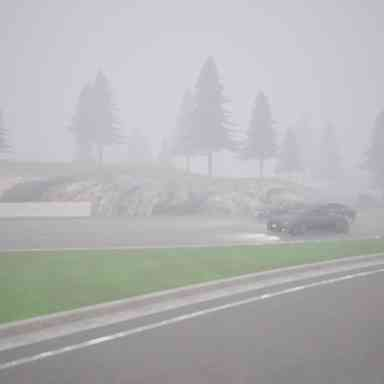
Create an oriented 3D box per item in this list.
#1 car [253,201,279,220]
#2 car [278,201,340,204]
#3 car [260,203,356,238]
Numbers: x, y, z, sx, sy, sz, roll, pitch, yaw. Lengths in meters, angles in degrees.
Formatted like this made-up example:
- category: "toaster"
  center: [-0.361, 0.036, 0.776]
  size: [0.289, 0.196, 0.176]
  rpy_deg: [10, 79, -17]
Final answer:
- category: "car"
  center: [6.958, 1.402, 25.040]
  size: [4.902, 1.511, 2.128]
  rpy_deg: [0, 0, -21]
- category: "car"
  center: [8.455, 1.418, 21.862]
  size: [4.892, 1.490, 1.837]
  rpy_deg: [0, 0, -21]
- category: "car"
  center: [6.017, 1.498, 17.290]
  size: [4.181, 1.385, 1.994]
  rpy_deg: [0, 0, -19]
